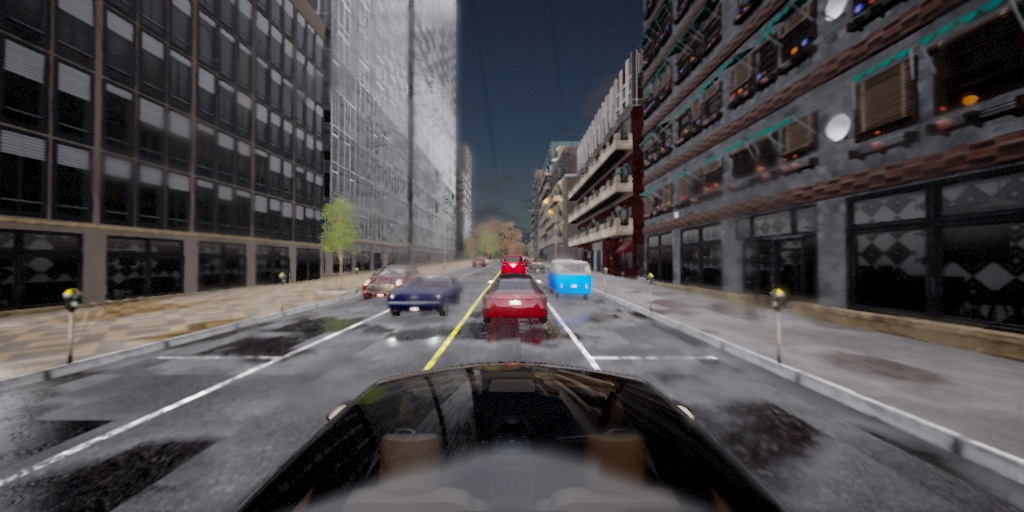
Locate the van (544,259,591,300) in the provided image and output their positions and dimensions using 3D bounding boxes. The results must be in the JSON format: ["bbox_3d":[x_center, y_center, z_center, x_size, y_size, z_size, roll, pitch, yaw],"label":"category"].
[{"bbox_3d":[2.700,1.075,17.483,1.690,1.789,3.998,0,0,0],"label":"van"}]

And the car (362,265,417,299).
[{"bbox_3d":[-5.681,1.174,17.479,1.967,1.591,4.097,0,0,0],"label":"car"}]

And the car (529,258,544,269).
[{"bbox_3d":[2.709,1.262,40.111,2.007,1.370,4.403,0,0,0],"label":"car"}]

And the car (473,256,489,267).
[{"bbox_3d":[-5.670,1.005,62.738,2.192,1.841,5.009,0,0,0],"label":"car"}]

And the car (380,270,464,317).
[{"bbox_3d":[-2.998,1.339,13.286,1.895,1.301,4.718,0,0,0],"label":"car"}]

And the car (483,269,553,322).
[{"bbox_3d":[0.106,1.303,12.273,1.994,1.385,4.181,0,0,0],"label":"car"}]

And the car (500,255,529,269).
[{"bbox_3d":[0.114,0.940,32.794,2.150,2.045,5.566,0,0,0],"label":"car"}]
